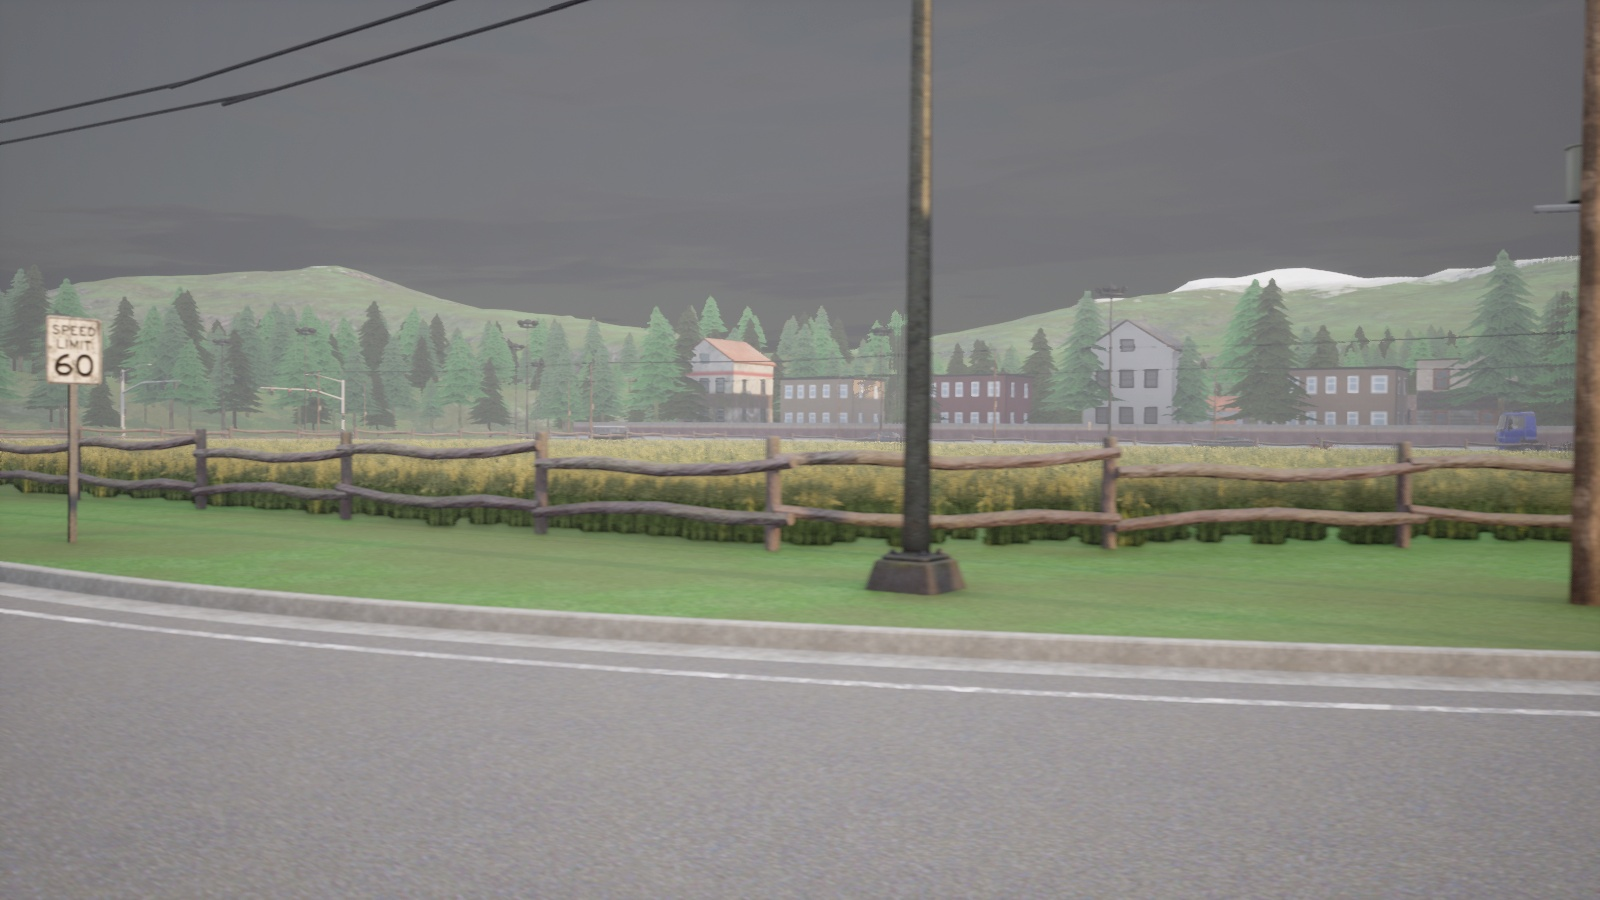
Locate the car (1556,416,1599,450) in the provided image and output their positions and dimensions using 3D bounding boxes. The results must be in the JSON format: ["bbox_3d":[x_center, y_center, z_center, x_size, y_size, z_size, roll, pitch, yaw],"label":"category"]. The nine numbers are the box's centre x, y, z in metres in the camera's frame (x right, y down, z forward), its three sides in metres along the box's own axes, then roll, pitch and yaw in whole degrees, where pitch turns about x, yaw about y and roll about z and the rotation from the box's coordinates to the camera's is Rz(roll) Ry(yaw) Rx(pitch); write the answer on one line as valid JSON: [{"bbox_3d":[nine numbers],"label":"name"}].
[{"bbox_3d":[49.206,-1.033,75.994,5.566,2.045,2.150,0,1,20],"label":"car"}]

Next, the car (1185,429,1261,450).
[{"bbox_3d":[30.582,-0.781,90.755,4.892,1.490,1.837,0,1,34],"label":"car"}]
